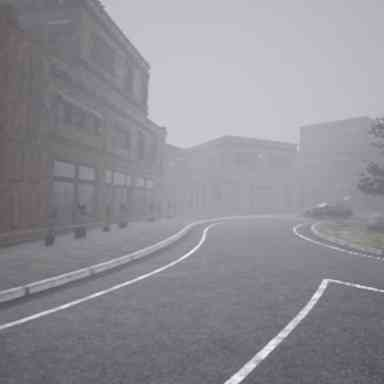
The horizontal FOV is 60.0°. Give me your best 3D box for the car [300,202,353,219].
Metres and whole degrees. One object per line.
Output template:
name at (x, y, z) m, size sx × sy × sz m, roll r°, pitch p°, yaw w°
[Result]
car at (11.743, 1.580, 28.979) m, size 4.674 × 1.442 × 1.812 m, roll 1°, pitch -1°, yaw -16°
